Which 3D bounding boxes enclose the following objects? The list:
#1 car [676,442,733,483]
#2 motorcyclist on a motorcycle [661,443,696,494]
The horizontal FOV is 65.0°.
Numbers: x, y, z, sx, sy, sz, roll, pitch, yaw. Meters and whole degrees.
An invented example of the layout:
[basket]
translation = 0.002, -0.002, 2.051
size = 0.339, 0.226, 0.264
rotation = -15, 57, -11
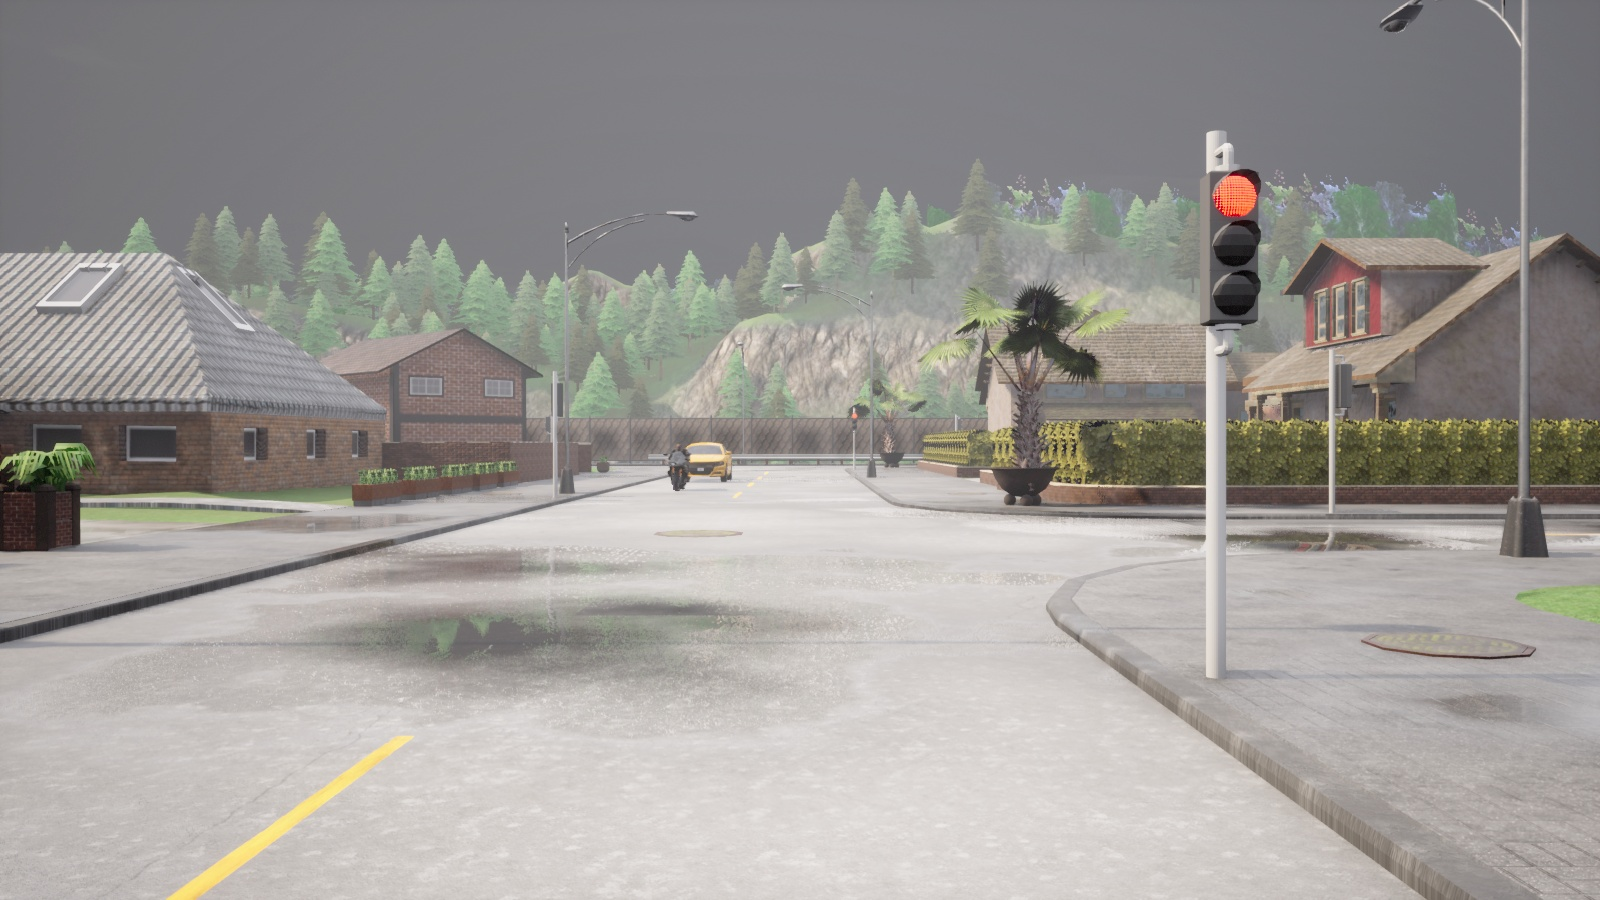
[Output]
[car]
translation = -3.719, 0.441, 49.596
size = 1.882, 1.535, 5.008
rotation = 0, 0, 0
[motorcyclist on a motorcycle]
translation = -3.770, 0.558, 39.091
size = 0.866, 1.530, 2.191
rotation = 0, 1, 1
